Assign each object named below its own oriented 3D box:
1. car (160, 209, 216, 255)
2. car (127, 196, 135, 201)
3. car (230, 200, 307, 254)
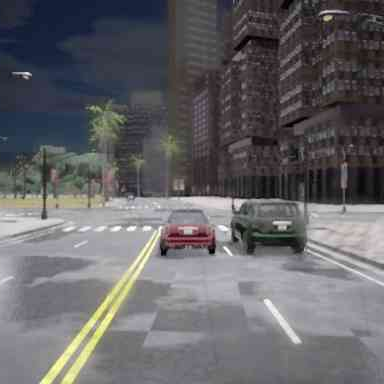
[{"bbox_3d":[-0.205,1.483,14.162,2.097,1.767,4.553,0,-1,-2],"label":"car"},{"bbox_3d":[-15.835,1.660,86.340,1.812,1.442,4.674,0,0,-12],"label":"car"},{"bbox_3d":[3.045,1.349,14.228,2.150,2.045,5.566,0,0,-2],"label":"car"}]
